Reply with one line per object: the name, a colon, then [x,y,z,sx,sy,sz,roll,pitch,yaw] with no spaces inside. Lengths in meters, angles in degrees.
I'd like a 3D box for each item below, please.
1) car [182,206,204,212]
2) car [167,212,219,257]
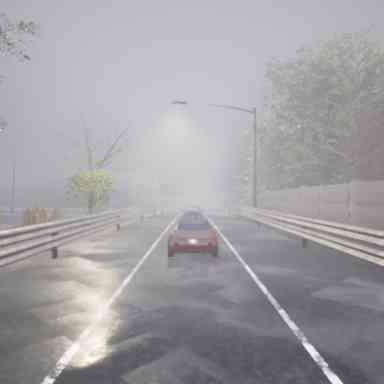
car: [0.057,1.960,29.436,1.812,1.442,4.674,0,-1,1]
car: [0.047,1.766,13.960,1.994,1.385,4.181,0,-1,0]
